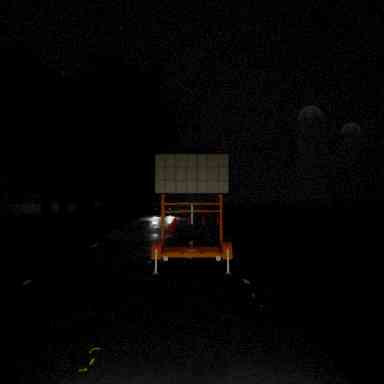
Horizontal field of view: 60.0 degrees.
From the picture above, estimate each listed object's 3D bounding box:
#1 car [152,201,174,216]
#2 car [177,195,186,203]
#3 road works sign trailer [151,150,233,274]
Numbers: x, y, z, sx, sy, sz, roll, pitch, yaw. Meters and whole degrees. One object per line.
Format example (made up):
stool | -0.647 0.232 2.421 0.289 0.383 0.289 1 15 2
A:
car | -2.852 1.626 33.670 1.812 1.442 4.674 0 0 0
car | -2.756 1.775 86.518 2.150 2.045 5.566 0 -1 0
road works sign trailer | -0.001 0.481 10.567 2.380 3.560 2.880 0 0 0
